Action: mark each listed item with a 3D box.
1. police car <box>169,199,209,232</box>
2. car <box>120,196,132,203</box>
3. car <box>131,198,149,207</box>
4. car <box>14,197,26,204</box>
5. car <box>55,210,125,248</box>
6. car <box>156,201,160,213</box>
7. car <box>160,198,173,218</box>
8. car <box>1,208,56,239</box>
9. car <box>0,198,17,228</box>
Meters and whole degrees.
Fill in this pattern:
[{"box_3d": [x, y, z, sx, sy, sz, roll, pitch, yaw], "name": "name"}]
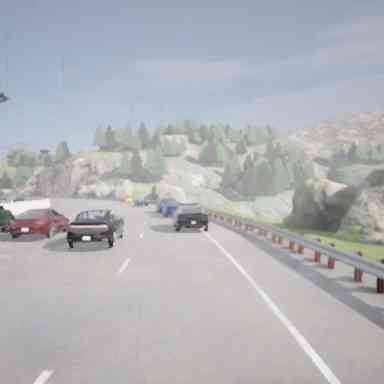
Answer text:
[{"box_3d": [-0.192, 1.484, 20.897, 1.930, 1.638, 5.238, 0, 0, -6], "name": "police car"}, {"box_3d": [-14.404, 1.518, 72.923, 1.882, 1.535, 5.008, 0, 0, -24], "name": "car"}, {"box_3d": [-8.589, 1.771, 56.436, 1.895, 1.301, 4.718, 0, 0, -17], "name": "car"}, {"box_3d": [-36.388, 1.702, 70.360, 1.994, 1.385, 4.181, 0, 0, -24], "name": "car"}, {"box_3d": [-4.177, 1.540, 14.976, 2.128, 1.511, 4.902, 0, 0, -4], "name": "car"}, {"box_3d": [-2.911, 1.461, 38.033, 2.097, 1.767, 4.553, 0, 0, -12], "name": "car"}, {"box_3d": [-1.710, 1.569, 31.613, 1.882, 1.535, 5.008, 0, 0, -10], "name": "car"}, {"box_3d": [-7.957, 1.588, 17.663, 1.812, 1.442, 4.674, 0, 0, -6], "name": "car"}, {"box_3d": [-11.408, 1.288, 17.382, 2.150, 2.045, 5.566, 0, 0, -6], "name": "car"}]
